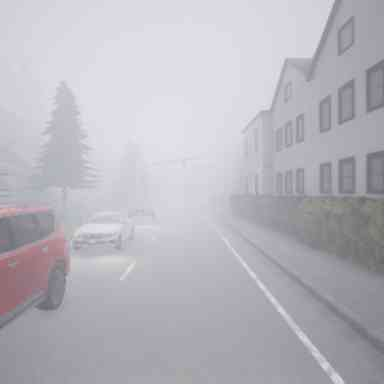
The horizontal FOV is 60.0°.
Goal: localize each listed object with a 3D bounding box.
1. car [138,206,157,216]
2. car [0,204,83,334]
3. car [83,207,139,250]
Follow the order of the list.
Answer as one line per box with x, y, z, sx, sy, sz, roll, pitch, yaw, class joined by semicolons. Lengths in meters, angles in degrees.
-3.816;1.388;26.462;1.994;1.385;4.181;0;0;-1;car
-3.644;1.255;4.939;2.150;2.045;5.566;0;0;-1;car
-3.753;1.598;14.855;1.812;1.442;4.674;0;0;0;car
